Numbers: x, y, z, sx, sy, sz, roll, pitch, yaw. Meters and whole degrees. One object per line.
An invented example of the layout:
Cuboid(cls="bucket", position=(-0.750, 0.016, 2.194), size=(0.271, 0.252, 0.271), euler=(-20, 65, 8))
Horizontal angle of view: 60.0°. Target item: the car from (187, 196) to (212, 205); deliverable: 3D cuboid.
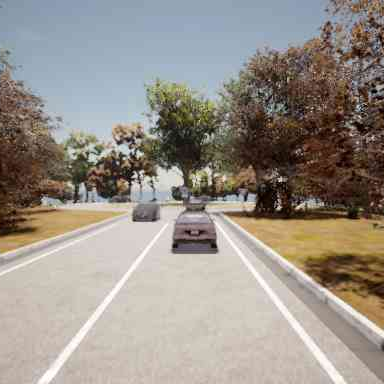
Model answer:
Cuboid(cls="car", position=(0.565, 1.493, 34.837), size=(2.128, 1.511, 4.902), euler=(0, 0, 7))

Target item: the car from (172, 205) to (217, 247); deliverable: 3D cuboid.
Cuboid(cls="car", position=(0.101, 1.548, 14.907), size=(2.033, 1.411, 5.357), euler=(0, 0, 0))

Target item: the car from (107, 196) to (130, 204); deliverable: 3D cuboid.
Cuboid(cls="car", position=(-14.326, 1.504, 64.697), size=(1.837, 1.490, 4.892), euler=(-1, 0, 39))

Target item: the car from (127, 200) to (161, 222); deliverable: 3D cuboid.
Cuboid(cls="car", position=(-3.557, 1.508, 26.389), size=(1.837, 1.490, 4.892), euler=(0, -1, 0))
